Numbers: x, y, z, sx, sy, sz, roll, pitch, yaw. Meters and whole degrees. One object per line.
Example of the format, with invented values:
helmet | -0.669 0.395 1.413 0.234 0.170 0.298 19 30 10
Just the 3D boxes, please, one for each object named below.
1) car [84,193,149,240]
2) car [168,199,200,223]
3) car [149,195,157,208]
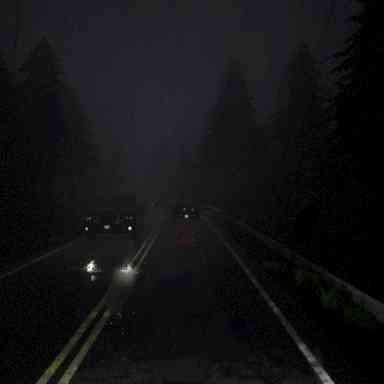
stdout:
car | -3.626 1.081 16.578 2.150 2.045 5.566 0 0 -2
car | -0.540 1.292 23.266 1.837 1.490 4.892 0 0 -5
car | -5.824 1.168 40.301 1.837 1.490 4.892 -3 1 -31
